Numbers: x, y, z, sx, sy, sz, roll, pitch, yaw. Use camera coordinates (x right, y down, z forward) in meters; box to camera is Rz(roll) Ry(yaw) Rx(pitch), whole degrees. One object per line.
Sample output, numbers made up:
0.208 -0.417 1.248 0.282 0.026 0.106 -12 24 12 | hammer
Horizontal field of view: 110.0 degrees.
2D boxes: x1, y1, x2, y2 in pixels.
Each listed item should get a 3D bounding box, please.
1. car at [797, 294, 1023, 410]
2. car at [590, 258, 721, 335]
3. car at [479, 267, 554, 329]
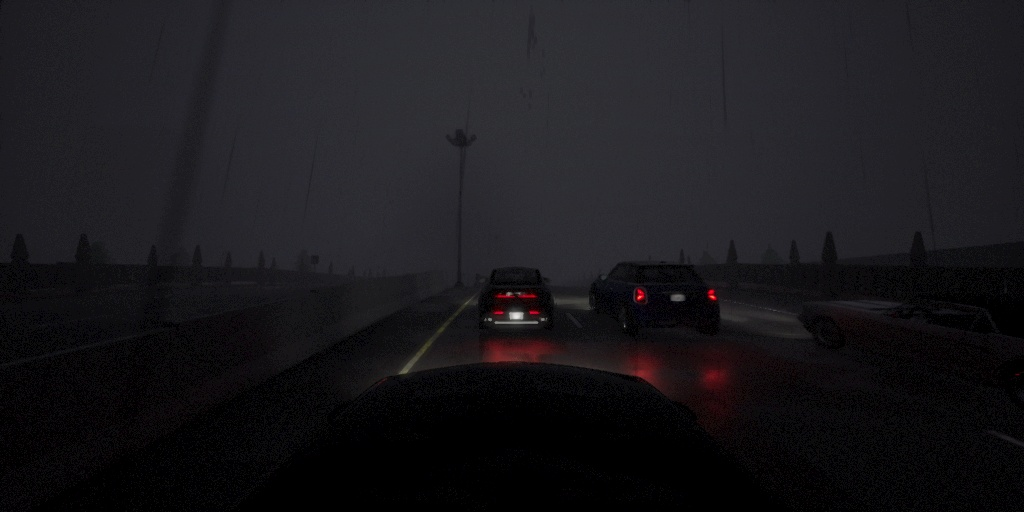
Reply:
7.100 1.237 5.567 1.895 1.301 4.718 0 1 0 | car
3.600 0.917 9.902 2.097 1.767 4.553 0 0 0 | car
0.100 1.065 10.418 1.837 1.490 4.892 0 0 0 | car
